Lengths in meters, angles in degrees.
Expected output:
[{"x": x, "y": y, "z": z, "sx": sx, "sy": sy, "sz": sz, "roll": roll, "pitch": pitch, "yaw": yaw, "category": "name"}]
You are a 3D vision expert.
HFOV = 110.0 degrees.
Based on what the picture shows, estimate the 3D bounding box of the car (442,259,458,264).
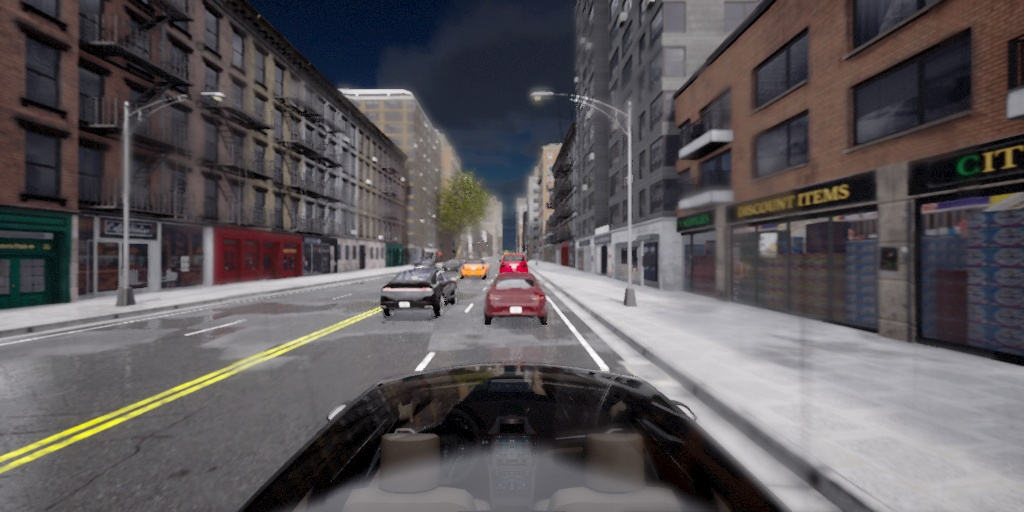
[{"x": -6.512, "y": 1.121, "z": 39.544, "sx": 1.837, "sy": 1.490, "sz": 4.892, "roll": 0, "pitch": 0, "yaw": 0, "category": "car"}]

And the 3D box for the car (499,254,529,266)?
[{"x": 0.148, "y": 0.870, "z": 28.277, "sx": 2.150, "sy": 2.045, "sz": 5.566, "roll": 0, "pitch": 0, "yaw": 0, "category": "car"}]

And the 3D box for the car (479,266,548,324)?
[{"x": 0.121, "y": 1.235, "z": 11.670, "sx": 1.812, "sy": 1.442, "sz": 4.674, "roll": 0, "pitch": 0, "yaw": 0, "category": "car"}]

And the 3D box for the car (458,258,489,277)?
[{"x": -3.094, "y": 0.993, "z": 30.922, "sx": 2.097, "sy": 1.767, "sz": 4.553, "roll": 0, "pitch": 0, "yaw": 0, "category": "car"}]

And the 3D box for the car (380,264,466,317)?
[{"x": -3.129, "y": 1.196, "z": 12.888, "sx": 2.128, "sy": 1.511, "sz": 4.902, "roll": 0, "pitch": 0, "yaw": 0, "category": "car"}]

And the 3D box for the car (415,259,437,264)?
[{"x": -9.755, "y": 1.105, "z": 40.586, "sx": 2.128, "sy": 1.511, "sz": 4.902, "roll": 0, "pitch": 0, "yaw": 0, "category": "car"}]
